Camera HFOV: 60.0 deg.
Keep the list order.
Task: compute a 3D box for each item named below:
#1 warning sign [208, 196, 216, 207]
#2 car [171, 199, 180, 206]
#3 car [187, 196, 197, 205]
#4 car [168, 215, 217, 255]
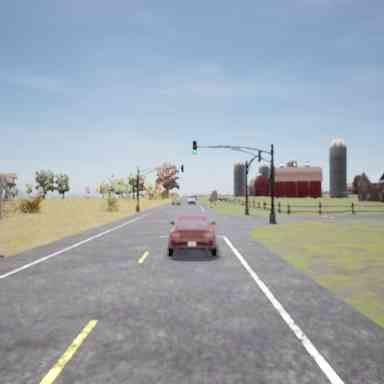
[{"bbox_3d":[3.519,1.699,59.373,1.300,1.860,1.060,0,-1,0],"label":"warning sign"},{"bbox_3d":[-3.529,2.231,73.043,2.128,1.511,4.902,0,-1,0],"label":"car"},{"bbox_3d":[-0.032,2.360,80.760,1.895,1.301,4.718,0,0,0],"label":"car"},{"bbox_3d":[0.041,1.671,13.891,1.812,1.442,4.674,0,0,1],"label":"car"}]
